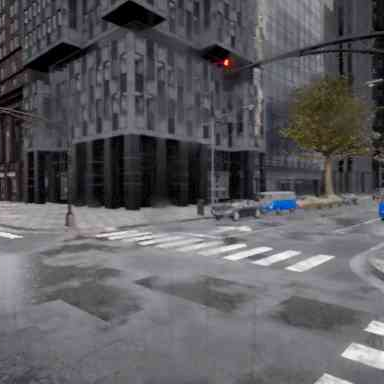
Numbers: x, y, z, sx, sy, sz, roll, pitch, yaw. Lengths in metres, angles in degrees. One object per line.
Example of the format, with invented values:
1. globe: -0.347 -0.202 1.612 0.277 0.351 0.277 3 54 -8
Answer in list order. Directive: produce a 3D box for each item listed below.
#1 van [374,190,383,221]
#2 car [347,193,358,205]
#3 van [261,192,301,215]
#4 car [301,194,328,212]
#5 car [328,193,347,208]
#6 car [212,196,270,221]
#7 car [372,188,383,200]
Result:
1. van: 13.234 0.918 21.224 1.690 1.788 3.998 0 1 42
2. car: 18.333 0.830 39.410 2.008 1.369 4.403 0 1 42
3. van: 6.947 0.883 26.982 1.690 1.788 3.998 0 1 42
4. car: 10.628 0.982 31.001 1.752 1.417 4.829 0 1 42
5. car: 14.423 0.895 35.143 1.752 1.417 4.829 0 1 42
6. car: 3.153 1.181 22.843 2.008 1.369 4.403 0 1 42
7. car: 29.717 0.336 51.833 2.192 1.841 5.009 0 1 42
